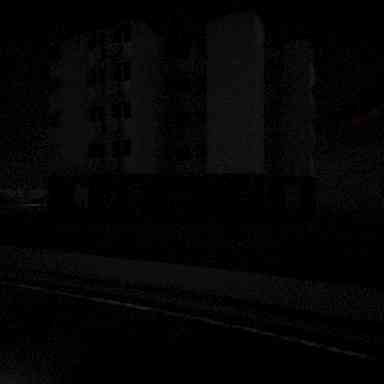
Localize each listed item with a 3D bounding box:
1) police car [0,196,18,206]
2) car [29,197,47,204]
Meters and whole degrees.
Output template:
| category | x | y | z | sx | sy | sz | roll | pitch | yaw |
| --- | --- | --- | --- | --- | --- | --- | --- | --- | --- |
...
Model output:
| category | x | y | z | sx | sy | sz | roll | pitch | yaw |
| --- | --- | --- | --- | --- | --- | --- | --- | --- | --- |
| police car | -32.175 | 1.444 | 57.187 | 1.930 | 1.638 | 5.238 | 0 | 0 | 4 |
| car | -28.668 | 1.554 | 62.013 | 1.994 | 1.385 | 4.181 | 0 | 0 | -2 |
